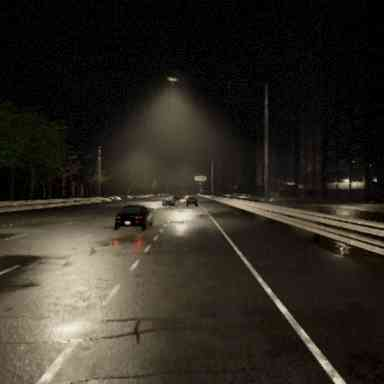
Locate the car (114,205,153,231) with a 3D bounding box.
[{"bbox_3d":[-3.511,1.518,20.438,1.812,1.442,4.674,0,0,0],"label":"car"}]

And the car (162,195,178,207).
[{"bbox_3d":[-3.615,1.628,52.463,1.895,1.301,4.718,0,0,0],"label":"car"}]

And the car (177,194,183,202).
[{"bbox_3d":[-3.774,1.592,78.468,1.837,1.490,4.892,0,0,0],"label":"car"}]

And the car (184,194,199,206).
[{"bbox_3d":[-0.023,1.543,54.072,1.837,1.490,4.892,0,0,0],"label":"car"}]
